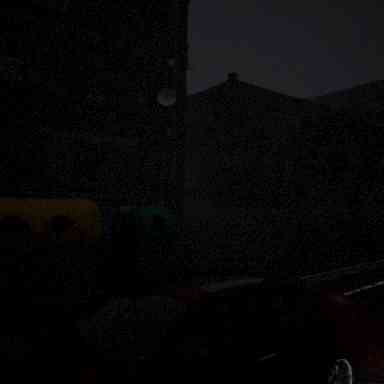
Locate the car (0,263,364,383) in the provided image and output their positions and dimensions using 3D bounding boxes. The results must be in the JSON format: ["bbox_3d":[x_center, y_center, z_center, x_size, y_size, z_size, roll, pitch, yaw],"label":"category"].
[{"bbox_3d":[-0.100,1.545,3.314,4.674,1.442,1.812,1,0,-35],"label":"car"}]
